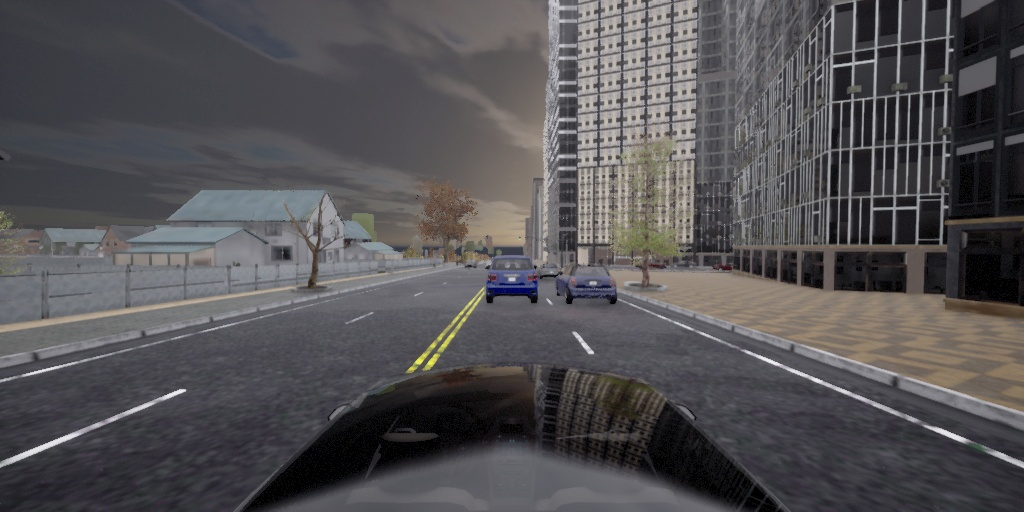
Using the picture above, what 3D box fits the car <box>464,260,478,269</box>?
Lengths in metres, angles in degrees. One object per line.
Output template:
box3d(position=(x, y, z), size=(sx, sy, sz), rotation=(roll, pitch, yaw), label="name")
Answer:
box3d(position=(-6.499, 1.323, 57.462), size=(1.837, 1.490, 4.892), rotation=(0, 0, 0), label="car")

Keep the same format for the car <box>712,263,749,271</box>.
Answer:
box3d(position=(33.662, 1.730, 55.667), size=(4.507, 1.381, 1.888), rotation=(0, 0, 20), label="car")

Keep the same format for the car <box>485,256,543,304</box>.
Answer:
box3d(position=(0.000, 1.001, 16.534), size=(2.150, 2.045, 5.566), rotation=(0, 0, 0), label="car")

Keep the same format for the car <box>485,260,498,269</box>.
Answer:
box3d(position=(-3.249, 1.322, 57.462), size=(1.812, 1.442, 4.674), rotation=(0, 0, 0), label="car")

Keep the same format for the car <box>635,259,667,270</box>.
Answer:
box3d(position=(23.016, 1.411, 59.566), size=(5.009, 1.841, 2.192), rotation=(0, 0, 20), label="car")

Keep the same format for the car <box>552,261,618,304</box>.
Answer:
box3d(position=(3.250, 1.109, 16.475), size=(2.097, 1.767, 4.553), rotation=(0, 0, 0), label="car")

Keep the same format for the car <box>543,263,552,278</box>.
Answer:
box3d(position=(3.251, 1.316, 31.512), size=(1.994, 1.385, 4.181), rotation=(0, 0, 0), label="car")
